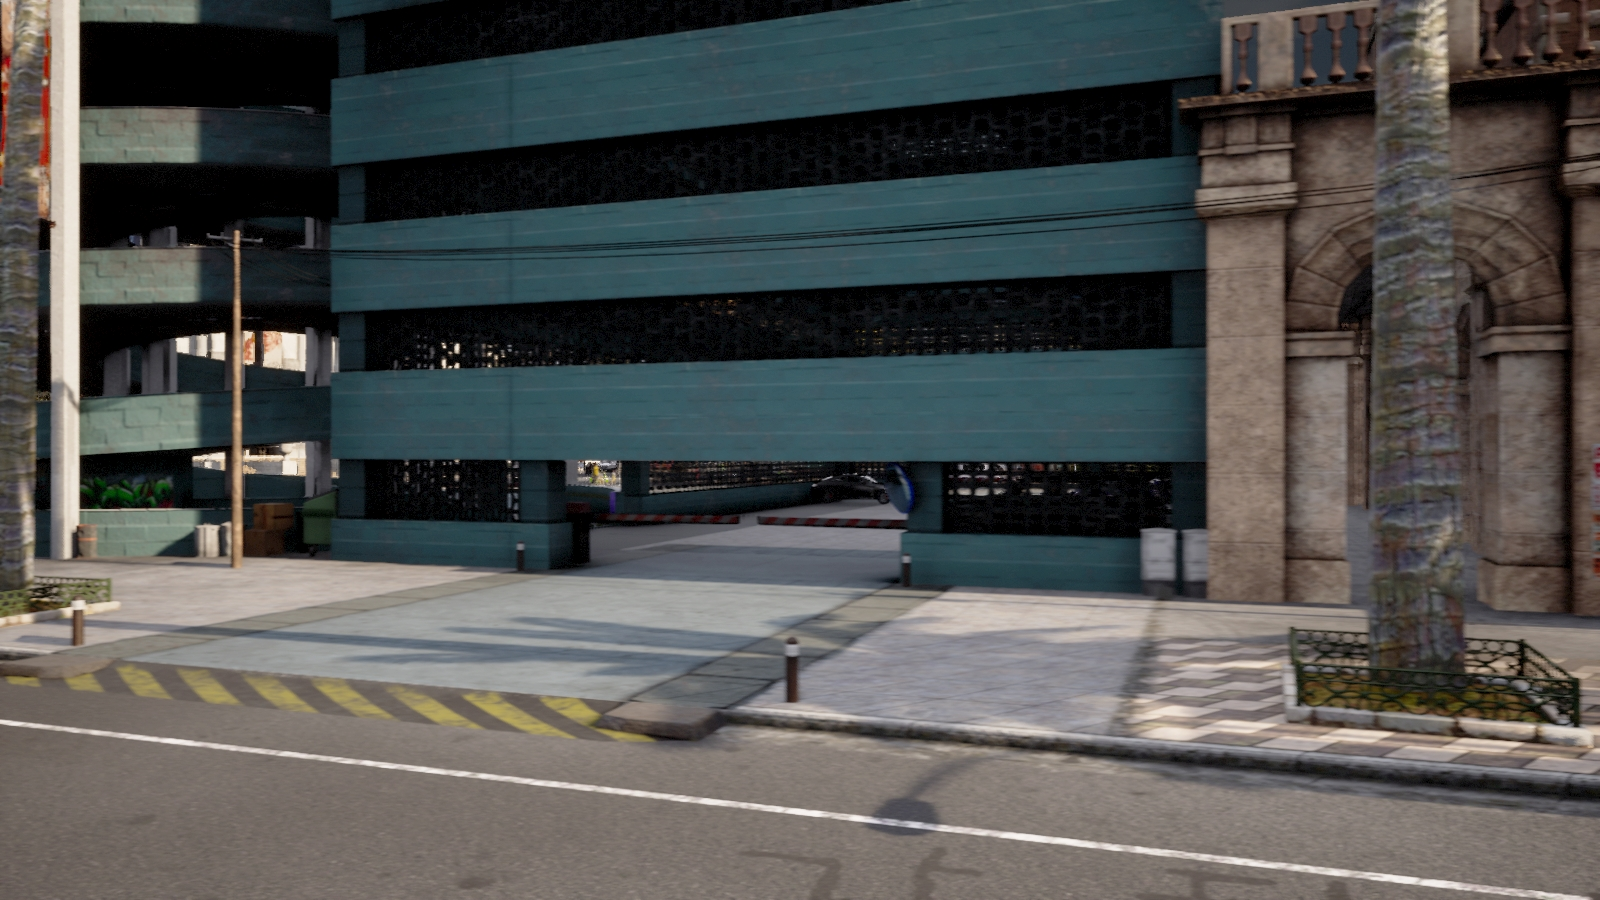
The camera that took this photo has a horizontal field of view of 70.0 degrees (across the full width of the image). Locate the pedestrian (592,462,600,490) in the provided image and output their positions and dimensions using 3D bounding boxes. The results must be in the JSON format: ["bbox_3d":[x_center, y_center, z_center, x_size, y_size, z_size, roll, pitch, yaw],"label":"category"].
[{"bbox_3d":[-13.476,1.696,75.373,0.375,1.860,0.375,0,0,27],"label":"pedestrian"}]

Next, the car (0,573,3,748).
[{"bbox_3d":[-10.273,1.992,10.641,5.027,1.651,2.152,0,0,20],"label":"car"}]
